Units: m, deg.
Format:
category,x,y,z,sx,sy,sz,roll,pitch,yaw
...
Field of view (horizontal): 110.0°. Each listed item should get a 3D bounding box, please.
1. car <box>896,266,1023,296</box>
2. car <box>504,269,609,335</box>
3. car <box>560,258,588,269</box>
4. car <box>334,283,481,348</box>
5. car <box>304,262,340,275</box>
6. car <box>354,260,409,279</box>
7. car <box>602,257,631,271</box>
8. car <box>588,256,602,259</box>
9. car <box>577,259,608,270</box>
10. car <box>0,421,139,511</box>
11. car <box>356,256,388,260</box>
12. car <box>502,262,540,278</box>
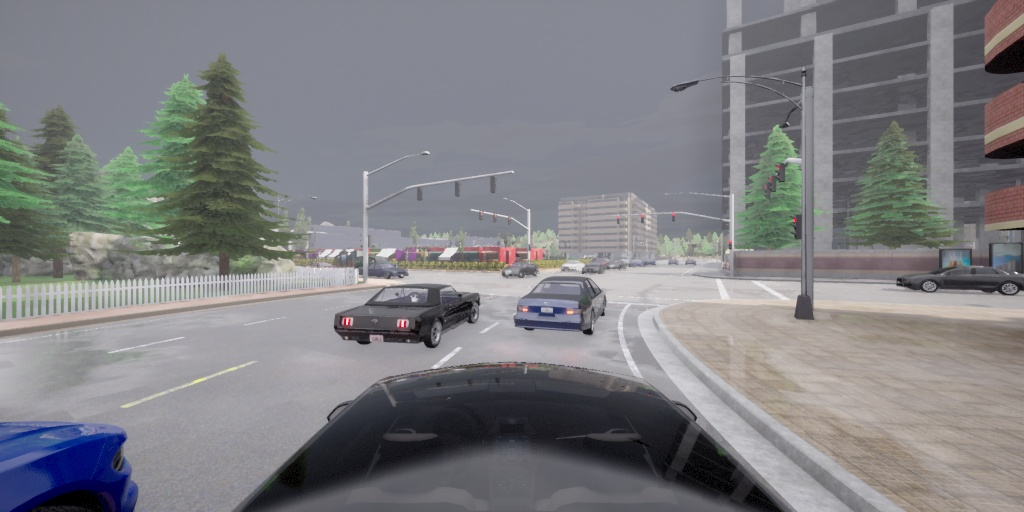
category,x,y,z,sx,sy,sz,roll,pitch,yaw
car,25.032,1.310,20.052,4.892,1.490,1.837,0,0,30
car,1.674,1.297,10.653,2.033,1.411,5.357,0,0,20
car,7.628,1.276,44.820,1.812,1.442,4.674,0,0,30
car,-2.261,1.351,9.296,1.895,1.301,4.718,0,0,11
car,-20.076,1.331,37.891,4.674,1.442,1.812,0,0,30
car,-12.040,1.353,33.215,5.357,1.411,2.033,0,0,31
car,14.492,1.241,49.780,2.128,1.511,4.902,0,0,30
car,13.944,1.101,55.873,2.097,1.767,4.553,0,0,30
car,8.834,1.339,39.012,1.994,1.385,4.181,0,1,23
car,-3.214,1.228,0.115,1.882,1.535,5.008,0,0,-2
car,-14.682,1.027,38.808,5.566,2.045,2.150,0,0,30
car,0.844,1.282,32.917,2.128,1.511,4.902,0,0,30
